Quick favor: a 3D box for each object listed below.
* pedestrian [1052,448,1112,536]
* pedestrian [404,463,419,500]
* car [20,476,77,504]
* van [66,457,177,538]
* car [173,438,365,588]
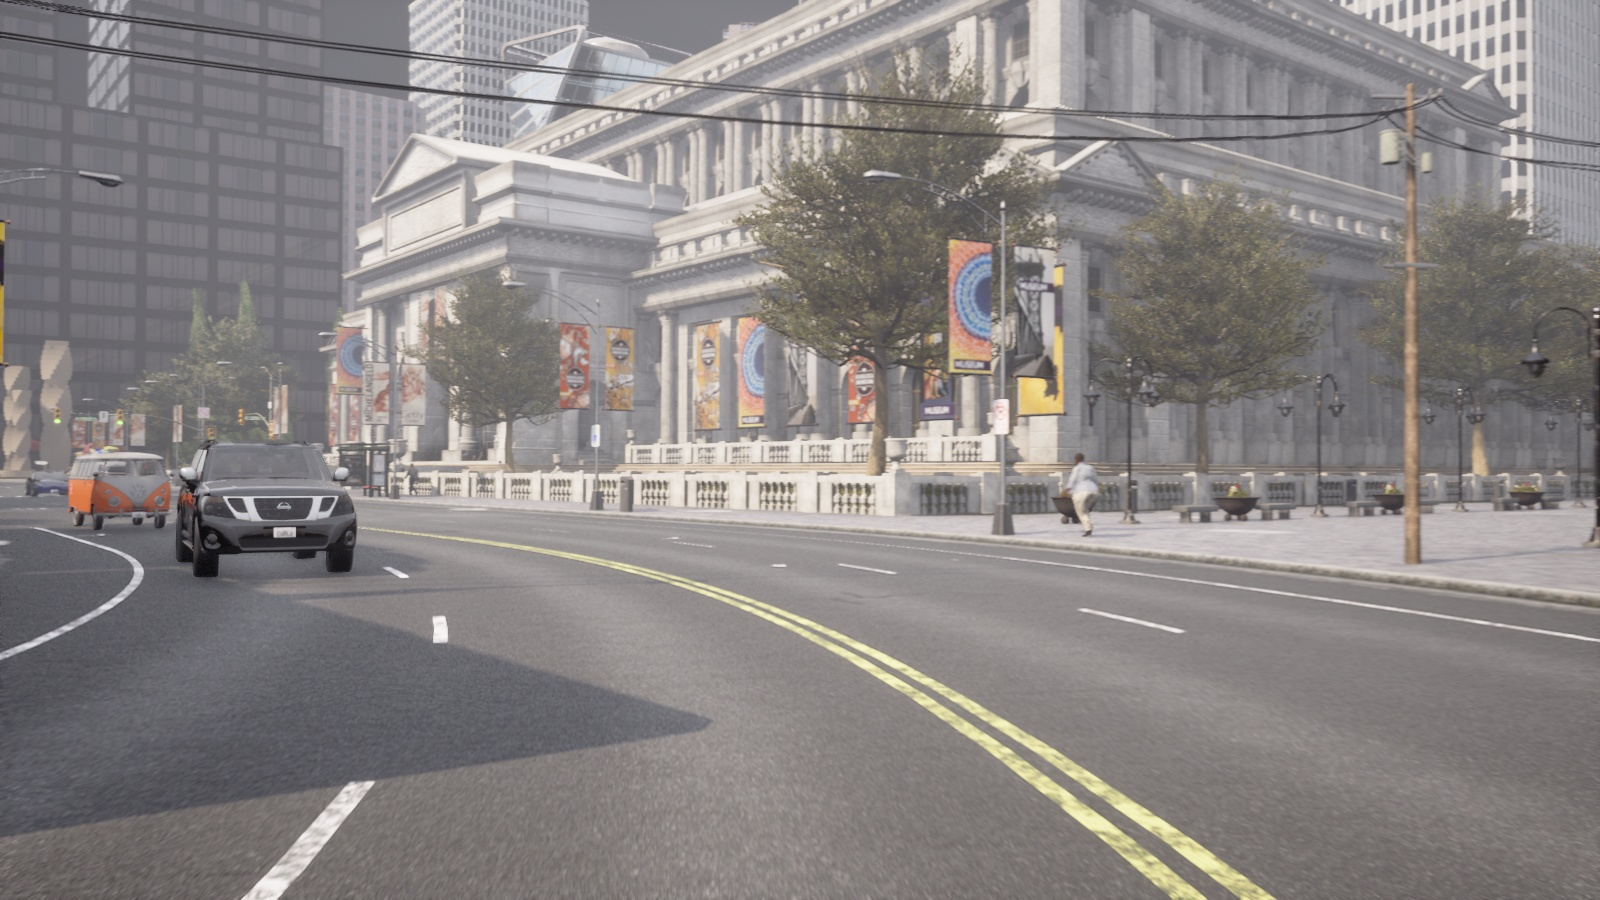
[{"bbox_3d":[6.083,0.896,27.145,0.874,1.855,0.900,0,-1,-30],"label":"pedestrian"},{"bbox_3d":[-20.826,1.701,67.362,0.788,1.949,0.423,-1,-1,43],"label":"pedestrian"},{"bbox_3d":[-42.218,2.202,70.499,2.163,1.488,4.792,0,-1,-38],"label":"car"},{"bbox_3d":[-18.083,1.214,33.358,1.775,1.987,4.442,1,-1,-39],"label":"van"},{"bbox_3d":[-8.646,0.913,20.108,2.150,2.045,5.566,0,-1,-30],"label":"car"}]
